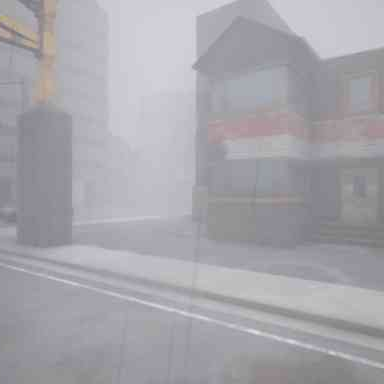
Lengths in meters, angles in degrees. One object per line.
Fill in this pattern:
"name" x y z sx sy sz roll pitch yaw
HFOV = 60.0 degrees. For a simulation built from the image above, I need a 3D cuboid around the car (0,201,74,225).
"car" -10.581 1.399 23.400 2.038 1.542 4.974 0 0 15
